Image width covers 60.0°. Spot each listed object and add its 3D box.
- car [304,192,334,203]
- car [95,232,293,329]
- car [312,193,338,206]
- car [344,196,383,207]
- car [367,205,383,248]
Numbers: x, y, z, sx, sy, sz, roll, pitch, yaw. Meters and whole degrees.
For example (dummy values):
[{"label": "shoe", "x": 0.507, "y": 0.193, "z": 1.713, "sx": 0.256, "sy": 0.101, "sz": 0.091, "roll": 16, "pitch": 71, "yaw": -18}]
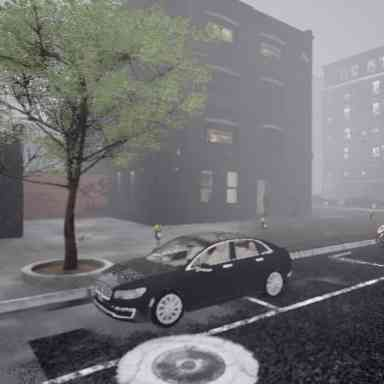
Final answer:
[{"label": "car", "x": 20.009, "y": 0.906, "z": 52.544, "sx": 1.967, "sy": 1.590, "sz": 4.097, "roll": 2, "pitch": 0, "yaw": -36}, {"label": "car", "x": 0.248, "y": 1.549, "z": 6.878, "sx": 4.403, "sy": 1.369, "sz": 2.008, "roll": 0, "pitch": 1, "yaw": -36}, {"label": "car", "x": 16.611, "y": 1.049, "z": 42.966, "sx": 1.887, "sy": 1.381, "sz": 4.507, "roll": 2, "pitch": 0, "yaw": -36}, {"label": "car", "x": 19.892, "y": 1.156, "z": 38.327, "sx": 1.887, "sy": 1.381, "sz": 4.507, "roll": 2, "pitch": 0, "yaw": -36}, {"label": "car", "x": 9.051, "y": 1.437, "z": 13.167, "sx": 4.097, "sy": 1.590, "sz": 1.967, "roll": 0, "pitch": 1, "yaw": -36}]
